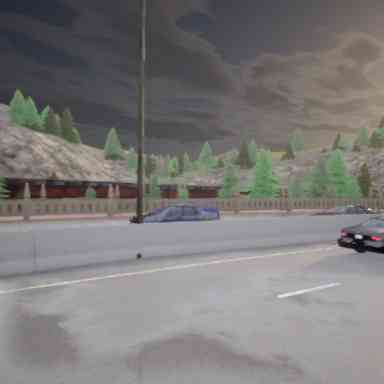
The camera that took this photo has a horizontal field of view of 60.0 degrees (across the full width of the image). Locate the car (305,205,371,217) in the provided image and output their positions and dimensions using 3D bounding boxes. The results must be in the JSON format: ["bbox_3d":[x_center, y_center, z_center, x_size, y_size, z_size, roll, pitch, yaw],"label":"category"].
[{"bbox_3d":[9.669,1.539,20.940,5.357,1.411,2.033,0,0,-23],"label":"car"}]

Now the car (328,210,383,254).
[{"bbox_3d":[7.789,1.540,12.164,5.357,1.411,2.033,0,0,-26],"label":"car"}]

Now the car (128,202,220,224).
[{"bbox_3d":[-0.987,1.503,19.593,5.357,1.411,2.033,0,0,-29],"label":"car"}]
